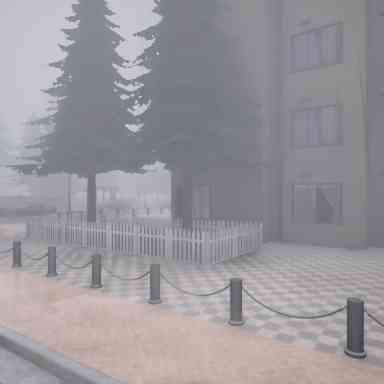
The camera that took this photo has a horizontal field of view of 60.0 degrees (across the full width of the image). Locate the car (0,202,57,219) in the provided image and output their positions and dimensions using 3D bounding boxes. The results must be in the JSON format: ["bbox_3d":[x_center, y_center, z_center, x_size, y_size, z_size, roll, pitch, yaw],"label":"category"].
[{"bbox_3d":[-14.354,1.585,28.786,1.895,1.301,4.718,0,0,37],"label":"car"}]

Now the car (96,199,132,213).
[{"bbox_3d":[-8.727,1.476,36.233,2.128,1.511,4.902,0,0,37],"label":"car"}]

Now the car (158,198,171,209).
[{"bbox_3d":[-2.486,1.510,44.461,1.812,1.442,4.674,0,0,37],"label":"car"}]
